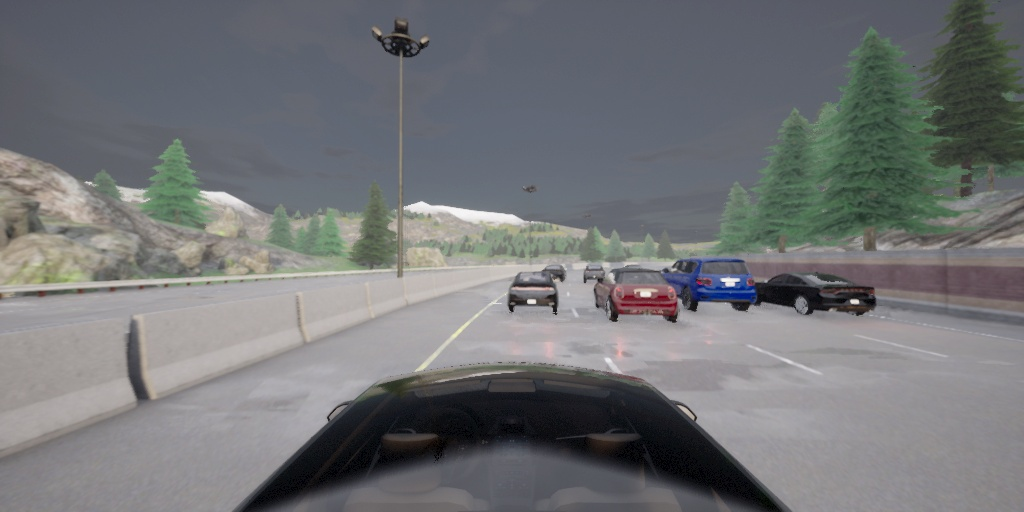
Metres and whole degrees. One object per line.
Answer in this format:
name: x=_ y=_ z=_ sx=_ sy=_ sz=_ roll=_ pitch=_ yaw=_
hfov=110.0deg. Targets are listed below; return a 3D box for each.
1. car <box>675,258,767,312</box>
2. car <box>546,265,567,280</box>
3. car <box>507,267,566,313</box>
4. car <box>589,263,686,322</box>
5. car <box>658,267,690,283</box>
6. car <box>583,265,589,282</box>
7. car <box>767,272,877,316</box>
car: x=7.987 y=1.111 z=15.307 sx=2.150 sy=2.045 sz=5.566 roll=0 pitch=-1 yaw=6
car: x=3.919 y=1.520 z=32.625 sx=1.882 sy=1.535 sz=5.008 roll=0 pitch=-1 yaw=13
car: x=0.920 y=1.363 z=14.632 sx=2.128 sy=1.511 sz=4.902 roll=0 pitch=-1 yaw=6
car: x=4.289 y=1.215 z=13.097 sx=2.097 sy=1.767 sz=4.553 roll=0 pitch=-1 yaw=5
car: x=14.744 y=1.664 z=32.855 sx=1.895 sy=1.301 sz=4.718 roll=0 pitch=-1 yaw=14
car: x=7.388 y=1.535 z=32.071 sx=2.128 sy=1.511 sz=4.902 roll=0 pitch=-1 yaw=13
car: x=11.395 y=1.362 z=14.120 sx=1.882 sy=1.535 sz=5.008 roll=0 pitch=-1 yaw=6
